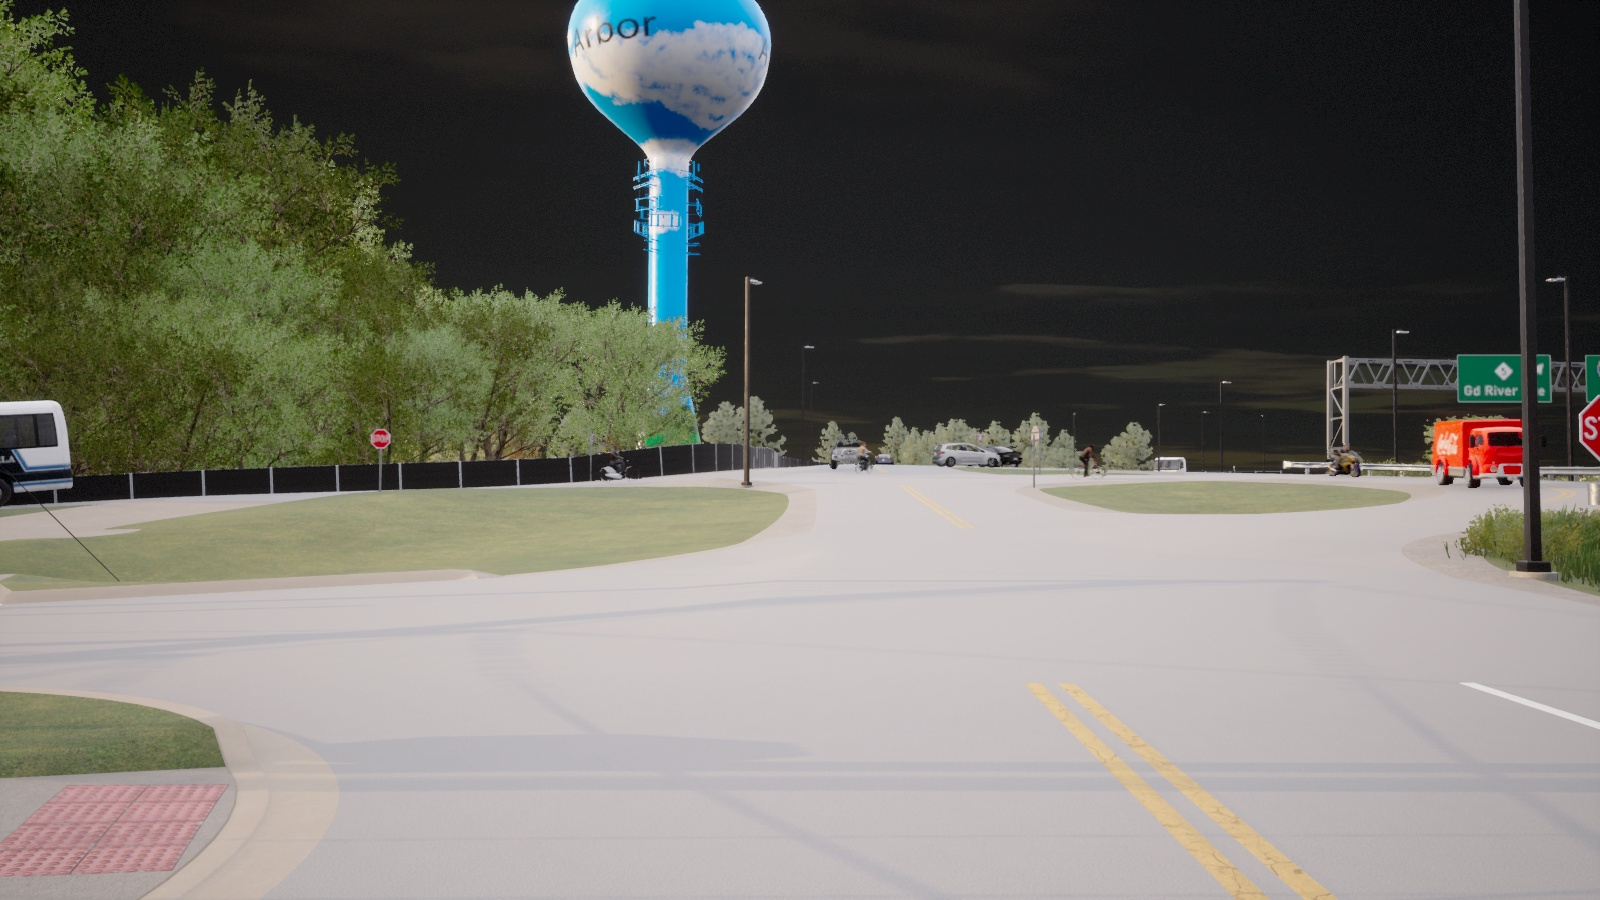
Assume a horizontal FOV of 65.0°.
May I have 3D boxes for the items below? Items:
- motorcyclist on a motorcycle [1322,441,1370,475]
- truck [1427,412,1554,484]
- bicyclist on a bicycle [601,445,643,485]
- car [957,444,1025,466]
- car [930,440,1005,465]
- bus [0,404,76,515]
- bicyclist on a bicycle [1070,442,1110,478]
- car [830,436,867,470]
[{"bbox_3d":[25.412,0.356,58.490,0.866,1.530,2.191,0,0,-14],"label":"motorcyclist on a motorcycle"},{"bbox_3d":[25.239,-0.081,46.154,2.627,2.467,5.204,-1,0,11],"label":"truck"},{"bbox_3d":[-8.235,0.683,58.046,1.843,1.776,0.659,-2,-1,-12],"label":"bicyclist on a bicycle"},{"bbox_3d":[13.316,0.342,87.691,1.882,1.535,5.008,1,0,-32],"label":"car"},{"bbox_3d":[11.318,0.187,85.020,4.611,1.667,2.242,0,0,-10],"label":"car"},{"bbox_3d":[-34.937,0.683,49.326,3.944,4.253,10.273,-2,3,45],"label":"bus"},{"bbox_3d":[13.152,0.452,56.927,1.656,1.620,0.582,0,1,-8],"label":"bicyclist on a bicycle"},{"bbox_3d":[2.737,0.148,71.278,1.932,1.855,4.605,0,1,0],"label":"car"}]
